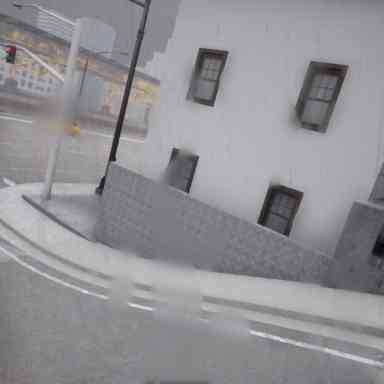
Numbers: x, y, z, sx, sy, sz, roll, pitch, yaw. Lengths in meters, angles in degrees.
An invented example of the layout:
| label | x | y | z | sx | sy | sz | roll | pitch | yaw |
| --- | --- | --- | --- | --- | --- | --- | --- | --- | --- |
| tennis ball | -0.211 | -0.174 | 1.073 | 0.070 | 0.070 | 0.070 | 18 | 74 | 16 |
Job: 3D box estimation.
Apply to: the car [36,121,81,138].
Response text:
| label | x | y | z | sx | sy | sz | roll | pitch | yaw |
| --- | --- | --- | --- | --- | --- | --- | --- | --- | --- |
| car | -14.933 | -7.210 | 37.444 | 1.882 | 1.535 | 5.008 | 24 | 13 | 34 |
